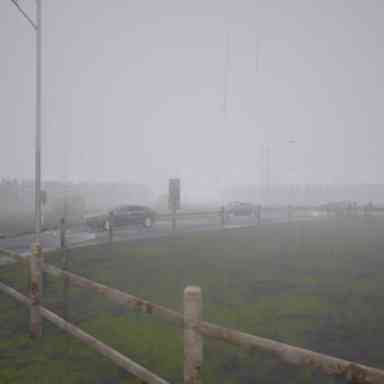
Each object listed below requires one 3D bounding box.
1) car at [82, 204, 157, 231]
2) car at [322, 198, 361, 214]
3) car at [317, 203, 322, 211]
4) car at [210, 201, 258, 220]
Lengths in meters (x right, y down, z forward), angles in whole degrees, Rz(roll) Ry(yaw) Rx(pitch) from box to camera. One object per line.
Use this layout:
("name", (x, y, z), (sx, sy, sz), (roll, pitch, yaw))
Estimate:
("car", (-4.409, 1.521, 20.824), (1.837, 1.490, 4.892), (0, 0, 44))
("car", (16.197, 1.558, 35.405), (4.892, 1.490, 1.837), (0, 0, -39))
("car", (16.886, 1.517, 39.723), (5.008, 1.535, 1.882), (0, 0, -38))
("car", (3.672, 1.519, 28.519), (4.902, 1.511, 2.128), (0, 0, -42))
